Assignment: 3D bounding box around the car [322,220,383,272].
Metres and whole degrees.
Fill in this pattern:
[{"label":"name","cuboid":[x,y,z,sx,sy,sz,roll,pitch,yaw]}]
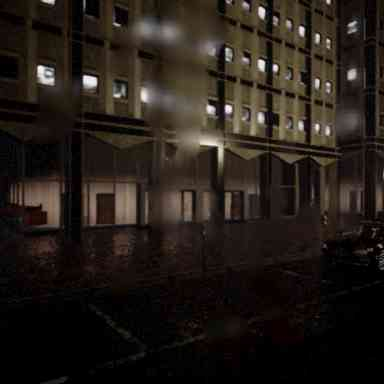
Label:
[{"label":"car","cuboid":[6.024,1.608,10.851,4.403,1.369,2.008,0,0,-35]}]
